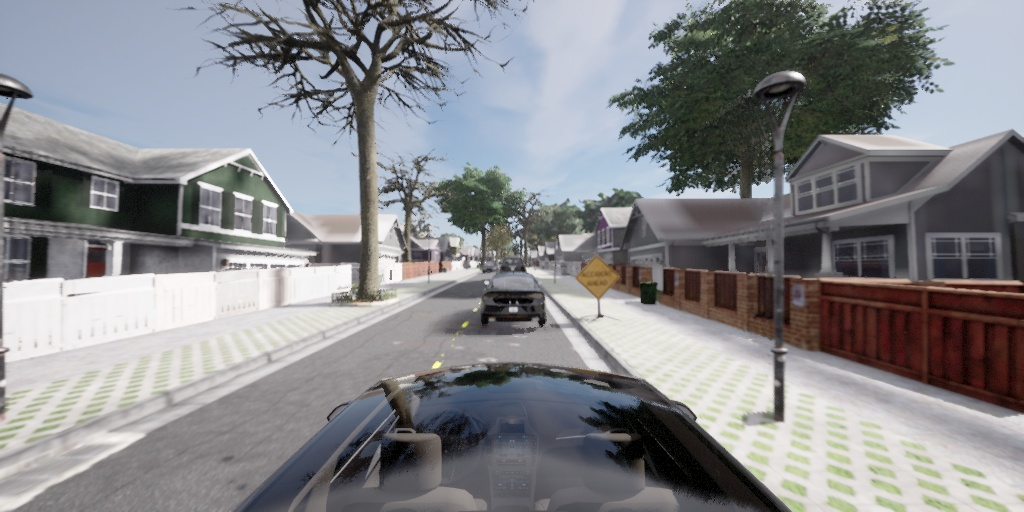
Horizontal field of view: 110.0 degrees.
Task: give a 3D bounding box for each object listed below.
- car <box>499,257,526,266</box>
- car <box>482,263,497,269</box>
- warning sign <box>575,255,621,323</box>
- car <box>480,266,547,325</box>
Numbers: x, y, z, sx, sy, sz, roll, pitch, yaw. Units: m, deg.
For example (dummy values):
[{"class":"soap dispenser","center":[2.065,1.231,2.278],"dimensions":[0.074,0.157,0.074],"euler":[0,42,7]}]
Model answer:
[{"class":"car","center":[0.066,1.117,31.136],"dimensions":[2.150,2.045,5.566],"euler":[0,-1,0]},{"class":"car","center":[-2.866,1.600,46.633],"dimensions":[1.994,1.385,4.181],"euler":[0,-1,0]},{"class":"warning sign","center":[2.513,0.892,10.290],"dimensions":[1.300,1.860,1.060],"euler":[0,0,0]},{"class":"car","center":[0.054,1.261,11.953],"dimensions":[1.882,1.535,5.008],"euler":[0,0,0]}]
